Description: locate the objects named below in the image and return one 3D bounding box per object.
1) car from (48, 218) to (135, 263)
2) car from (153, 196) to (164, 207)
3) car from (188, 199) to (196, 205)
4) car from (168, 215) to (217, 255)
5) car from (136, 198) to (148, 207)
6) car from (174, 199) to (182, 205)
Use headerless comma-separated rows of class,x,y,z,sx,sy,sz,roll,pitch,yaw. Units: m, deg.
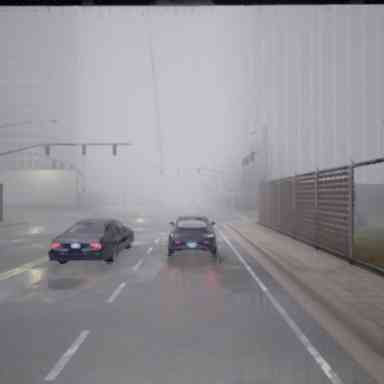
car,-3.490,1.690,12.486,2.033,1.411,5.357,0,-1,0
car,-6.988,2.269,70.189,1.882,1.535,5.008,0,-1,0
car,0.014,2.312,81.089,2.033,1.411,5.357,0,-1,0
car,0.024,1.683,13.873,1.812,1.442,4.674,0,0,0
car,-10.488,2.147,70.214,2.097,1.767,4.553,0,-1,0
car,-3.486,2.312,81.090,2.033,1.411,5.357,0,-1,0
